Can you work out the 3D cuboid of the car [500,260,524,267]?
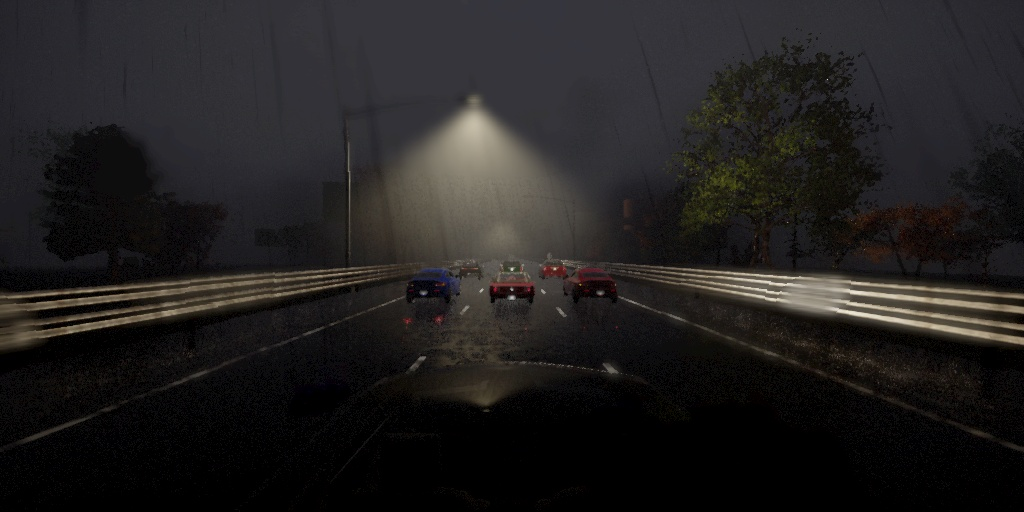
[{"bbox_3d":[0.000,1.115,31.475,2.097,1.767,4.553,0,0,0],"label":"car"}]

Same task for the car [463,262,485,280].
[{"bbox_3d":[-3.500,1.244,31.505,2.128,1.511,4.902,0,0,0],"label":"car"}]

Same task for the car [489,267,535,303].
[{"bbox_3d":[0.000,1.364,16.533,1.895,1.301,4.718,0,0,0],"label":"car"}]

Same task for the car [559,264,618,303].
[{"bbox_3d":[3.500,1.280,16.503,1.812,1.442,4.674,0,0,0],"label":"car"}]

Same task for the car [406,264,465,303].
[{"bbox_3d":[-3.500,1.280,16.503,1.812,1.442,4.674,0,0,0],"label":"car"}]

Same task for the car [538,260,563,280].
[{"bbox_3d":[3.500,1.115,31.475,2.097,1.767,4.553,0,0,0],"label":"car"}]
